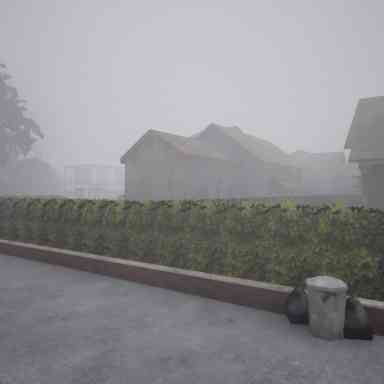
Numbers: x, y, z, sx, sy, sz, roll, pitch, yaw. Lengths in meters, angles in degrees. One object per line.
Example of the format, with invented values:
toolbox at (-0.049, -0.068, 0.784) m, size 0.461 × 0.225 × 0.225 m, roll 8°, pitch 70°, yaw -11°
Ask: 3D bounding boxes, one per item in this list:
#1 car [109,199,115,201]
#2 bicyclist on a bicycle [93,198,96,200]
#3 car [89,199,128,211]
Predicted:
car at (-6.496, 1.356, 25.693) m, size 5.357 × 1.415 × 2.033 m, roll 0°, pitch 0°, yaw 38°
bicyclist on a bicycle at (-8.795, 1.349, 30.383) m, size 1.656 × 1.620 × 0.582 m, roll 0°, pitch 0°, yaw 35°
car at (-10.569, 1.601, 42.401) m, size 1.895 × 1.301 × 4.718 m, roll 0°, pitch 0°, yaw 36°
